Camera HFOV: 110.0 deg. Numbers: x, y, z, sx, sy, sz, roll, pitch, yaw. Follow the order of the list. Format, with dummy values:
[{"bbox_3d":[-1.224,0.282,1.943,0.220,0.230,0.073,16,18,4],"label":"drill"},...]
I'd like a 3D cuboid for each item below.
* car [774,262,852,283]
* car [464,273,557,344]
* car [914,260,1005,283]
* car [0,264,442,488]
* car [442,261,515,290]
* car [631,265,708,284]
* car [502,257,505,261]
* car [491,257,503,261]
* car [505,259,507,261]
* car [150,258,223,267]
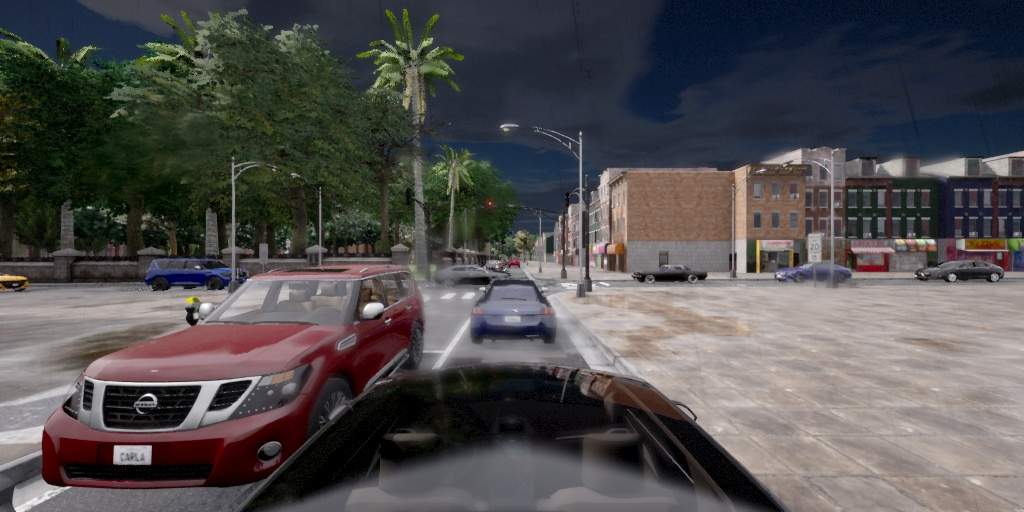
[{"bbox_3d":[21.146,1.138,25.252,4.674,1.442,1.812,0,0,0],"label":"car"},{"bbox_3d":[0.042,1.316,9.622,1.994,1.385,4.181,0,0,0],"label":"car"},{"bbox_3d":[31.323,1.066,25.197,4.892,1.490,1.837,0,0,0],"label":"car"},{"bbox_3d":[-2.622,1.065,5.006,2.192,1.841,5.009,0,0,0],"label":"car"},{"bbox_3d":[-2.424,1.273,22.415,4.902,1.511,2.128,-1,0,0],"label":"car"},{"bbox_3d":[10.982,1.279,25.309,4.718,1.301,1.895,0,0,1],"label":"car"},{"bbox_3d":[-2.367,1.290,48.840,1.967,1.591,4.097,0,0,0],"label":"car"},{"bbox_3d":[-2.401,1.268,43.152,1.967,1.591,4.097,0,0,0],"label":"car"},{"bbox_3d":[-2.302,1.484,60.217,1.802,1.307,4.207,0,0,0],"label":"car"},{"bbox_3d":[-19.557,1.162,22.487,5.566,2.045,2.150,0,0,0],"label":"car"}]
